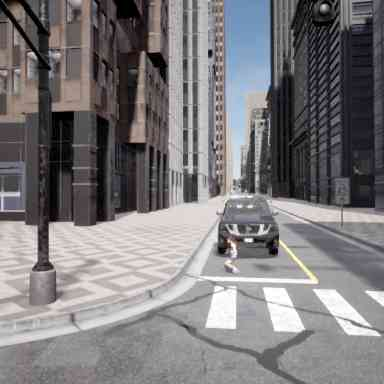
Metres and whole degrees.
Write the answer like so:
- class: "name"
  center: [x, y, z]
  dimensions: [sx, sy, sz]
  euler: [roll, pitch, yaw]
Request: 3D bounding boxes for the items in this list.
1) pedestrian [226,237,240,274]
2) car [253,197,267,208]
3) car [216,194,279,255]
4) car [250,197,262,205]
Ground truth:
- class: "pedestrian"
  center: [1.145, 1.708, 9.203]
  dimensions: [0.500, 1.100, 0.500]
  euler: [0, -1, 8]
- class: "car"
  center: [10.539, 1.565, 51.649]
  dimensions: [1.837, 1.490, 4.892]
  euler: [0, 0, 7]
- class: "car"
  center: [2.265, 1.264, 13.890]
  dimensions: [2.150, 2.045, 5.566]
  euler: [0, 0, 8]
- class: "car"
  center: [11.852, 1.646, 61.497]
  dimensions: [1.895, 1.301, 4.718]
  euler: [0, 0, 7]
